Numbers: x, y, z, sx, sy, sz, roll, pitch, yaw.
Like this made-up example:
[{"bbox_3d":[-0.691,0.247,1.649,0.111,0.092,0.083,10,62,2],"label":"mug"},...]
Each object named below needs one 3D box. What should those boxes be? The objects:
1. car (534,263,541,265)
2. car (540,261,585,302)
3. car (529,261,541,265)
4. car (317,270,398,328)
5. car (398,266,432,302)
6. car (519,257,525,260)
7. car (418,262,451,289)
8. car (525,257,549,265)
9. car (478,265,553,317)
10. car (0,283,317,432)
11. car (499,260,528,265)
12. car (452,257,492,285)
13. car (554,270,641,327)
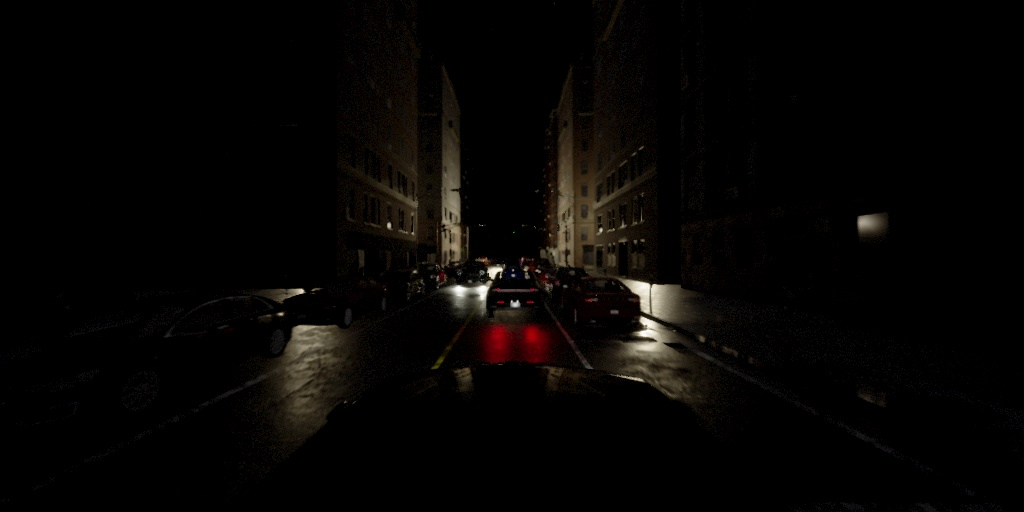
[{"bbox_3d":[2.636,1.328,22.813,1.888,1.381,4.507,0,0,0],"label":"car"},{"bbox_3d":[2.636,1.214,17.130,1.967,1.591,4.097,0,0,0],"label":"car"},{"bbox_3d":[2.636,1.343,28.495,2.007,1.370,4.403,0,0,0],"label":"car"},{"bbox_3d":[-5.388,1.311,11.447,1.888,1.381,4.507,0,0,0],"label":"car"},{"bbox_3d":[-5.389,1.341,17.129,1.948,1.339,4.313,0,0,0],"label":"car"},{"bbox_3d":[2.697,1.156,61.233,2.192,1.841,5.009,0,0,0],"label":"car"},{"bbox_3d":[-5.389,1.224,22.812,1.967,1.591,4.097,0,0,0],"label":"car"},{"bbox_3d":[2.635,1.116,34.177,2.192,1.841,5.009,0,0,0],"label":"car"},{"bbox_3d":[0.101,1.260,13.241,2.128,1.511,4.902,0,0,0],"label":"car"},{"bbox_3d":[-5.388,1.308,5.764,2.007,1.370,4.403,0,0,0],"label":"car"},{"bbox_3d":[0.099,1.319,28.906,1.812,1.442,4.674,0,0,0],"label":"car"},{"bbox_3d":[-2.835,1.142,26.561,2.097,1.767,4.553,0,0,0],"label":"car"},{"bbox_3d":[2.637,1.311,11.448,1.888,1.381,4.507,0,0,0],"label":"car"}]
